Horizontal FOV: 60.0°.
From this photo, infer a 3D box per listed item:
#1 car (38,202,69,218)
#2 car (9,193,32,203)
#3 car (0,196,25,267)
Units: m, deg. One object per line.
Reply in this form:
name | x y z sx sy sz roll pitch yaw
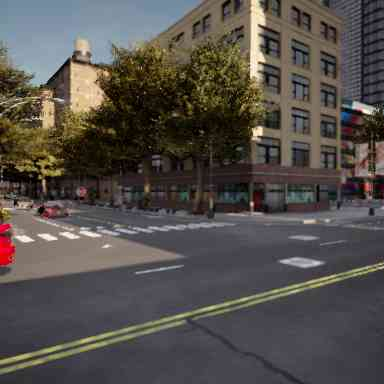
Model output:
car | -12.557 1.565 30.039 1.994 1.385 4.181 0 0 -36
car | -22.147 1.259 43.484 2.033 1.411 5.357 0 0 -36
car | -7.010 1.221 7.307 5.566 2.045 2.150 0 1 -39
